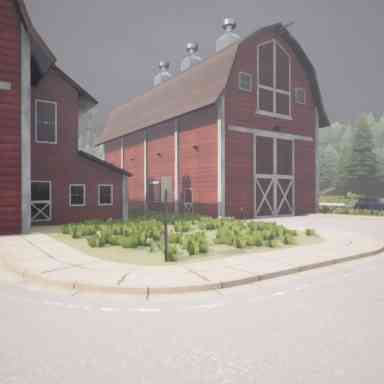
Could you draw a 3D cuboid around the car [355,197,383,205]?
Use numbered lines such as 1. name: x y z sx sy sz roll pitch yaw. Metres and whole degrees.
1. car: 20.145 1.384 36.102 2.097 1.767 4.553 0 0 -34
